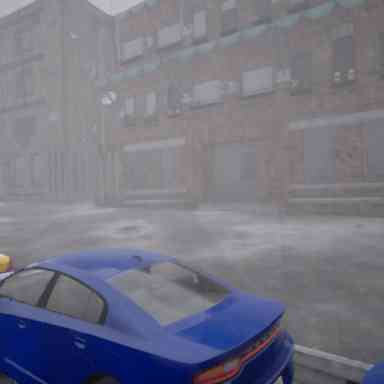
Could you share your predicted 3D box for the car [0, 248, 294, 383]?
[{"bbox_3d":[-1.302,1.482,4.248,5.008,1.535,2.097,0,0,35],"label":"car"}]
